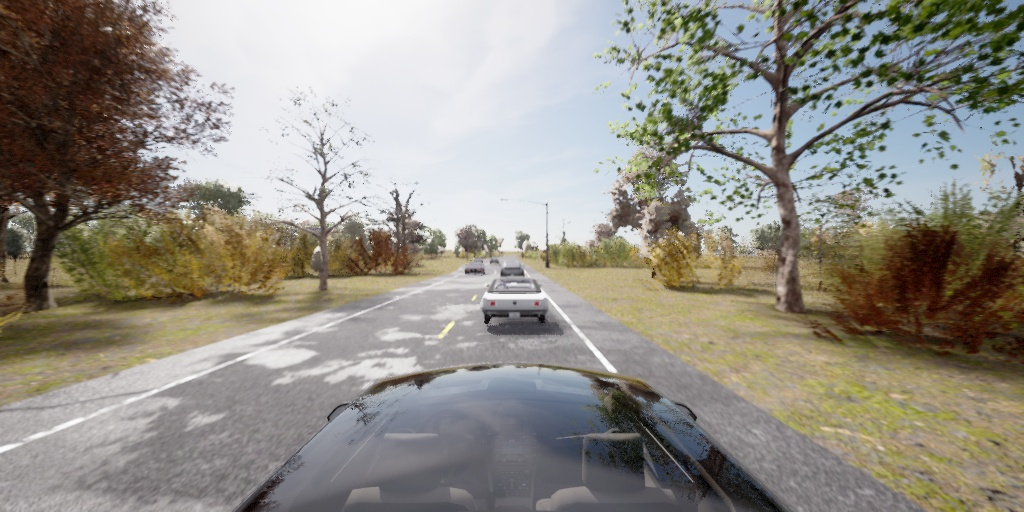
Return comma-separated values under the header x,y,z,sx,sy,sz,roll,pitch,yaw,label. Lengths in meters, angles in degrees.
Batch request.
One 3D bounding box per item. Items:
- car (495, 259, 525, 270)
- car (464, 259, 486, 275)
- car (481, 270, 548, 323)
x,y,z,sx,sy,sz,roll,pitch,yaw,label
0.019,1.199,28.901,2.128,1.511,4.902,0,0,0,car
-3.774,1.252,37.167,1.994,1.385,4.181,0,0,-1,car
0.075,1.336,12.112,1.895,1.301,4.718,0,0,0,car
